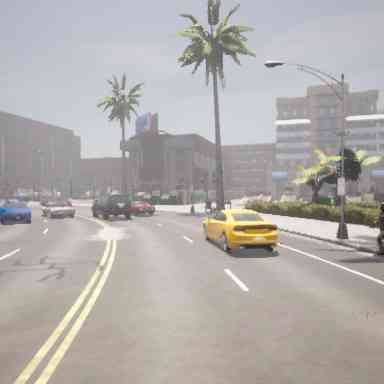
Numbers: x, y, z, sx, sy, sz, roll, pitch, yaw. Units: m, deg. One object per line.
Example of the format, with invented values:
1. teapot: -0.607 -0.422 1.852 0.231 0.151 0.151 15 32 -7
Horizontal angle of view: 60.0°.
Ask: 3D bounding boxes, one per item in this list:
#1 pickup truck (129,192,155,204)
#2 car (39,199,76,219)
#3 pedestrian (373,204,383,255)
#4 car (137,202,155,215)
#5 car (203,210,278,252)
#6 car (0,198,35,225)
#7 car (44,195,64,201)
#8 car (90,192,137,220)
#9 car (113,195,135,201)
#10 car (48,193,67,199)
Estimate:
1. pickup truck: -9.483 1.077 64.042 2.390 2.098 6.274 0 0 18
2. car: -11.751 1.595 29.248 1.895 1.301 4.718 0 0 -35
3. pedestrian: 6.549 1.287 11.325 0.375 1.860 0.375 0 0 -9
4. car: -5.405 1.594 32.580 1.895 1.301 4.718 0 0 -32
5. car: 1.831 1.475 13.992 1.882 1.535 5.008 0 0 -11
6. car: -13.022 1.473 24.603 1.882 1.535 5.008 0 0 -30
7. car: -33.346 1.390 80.228 4.193 1.474 1.816 0 0 18
8. car: -6.930 1.216 28.460 2.150 2.045 5.566 0 0 -30
9. car: -16.188 1.404 78.745 4.674 1.452 2.002 0 0 18
10. car: -16.494 1.344 40.047 4.553 1.767 2.097 0 0 40
